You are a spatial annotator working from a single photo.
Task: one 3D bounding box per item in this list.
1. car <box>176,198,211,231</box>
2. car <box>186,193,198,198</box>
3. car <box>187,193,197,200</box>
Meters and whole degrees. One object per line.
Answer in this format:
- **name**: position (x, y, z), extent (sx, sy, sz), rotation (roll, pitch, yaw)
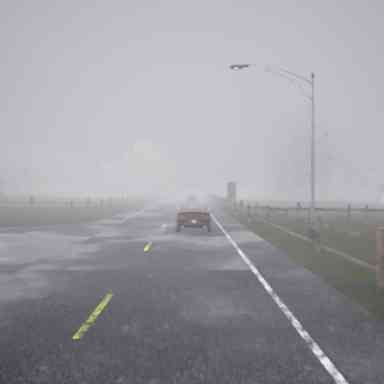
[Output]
- **car**: position (0.099, 1.361, 19.719), extent (1.882, 1.535, 5.008), rotation (0, 0, 0)
- **car**: position (-0.003, 1.121, 62.082), extent (2.128, 1.511, 4.902), rotation (0, 0, 0)
- **car**: position (-0.003, 0.923, 72.503), extent (2.128, 1.511, 4.902), rotation (0, 0, 0)
